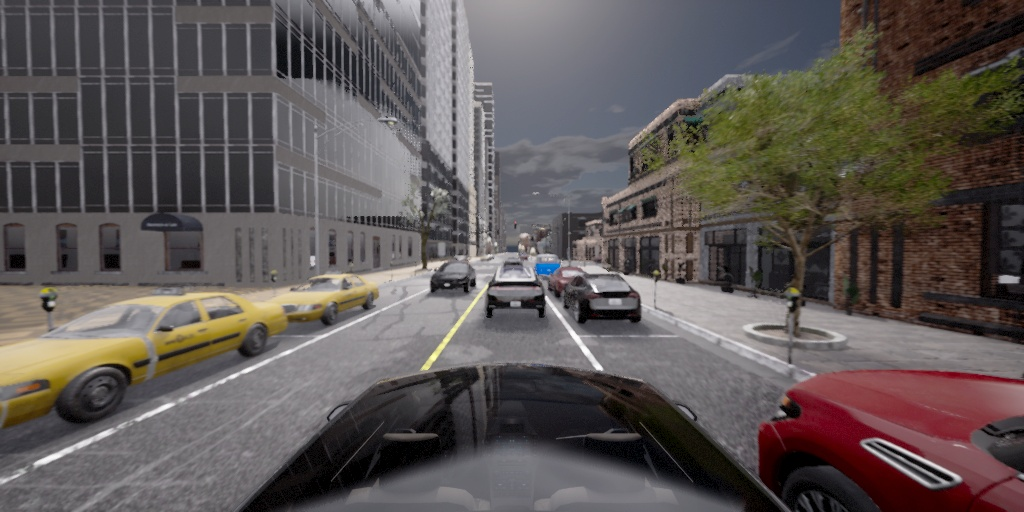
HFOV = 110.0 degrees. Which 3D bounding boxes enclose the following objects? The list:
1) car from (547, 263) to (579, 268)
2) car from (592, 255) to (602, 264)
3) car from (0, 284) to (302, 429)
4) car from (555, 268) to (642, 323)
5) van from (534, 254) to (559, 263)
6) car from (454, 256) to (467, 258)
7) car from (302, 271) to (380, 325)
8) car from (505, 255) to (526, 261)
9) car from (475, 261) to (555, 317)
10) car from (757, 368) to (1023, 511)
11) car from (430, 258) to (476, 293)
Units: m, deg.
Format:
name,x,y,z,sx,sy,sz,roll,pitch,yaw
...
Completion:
name,x,y,z,sx,sy,sz,roll,pitch,yaw
car,2.693,1.153,16.935,1.802,1.307,4.207,0,0,0
car,16.534,0.459,62.336,5.009,1.841,2.192,0,0,1
car,-5.691,1.226,5.711,1.751,1.417,4.829,0,0,0
car,2.692,1.202,11.401,1.948,1.339,4.313,0,0,0
van,2.697,0.781,28.003,1.690,1.789,3.998,0,0,0
car,-5.681,0.750,39.088,1.967,1.591,4.097,0,0,0
car,-5.689,1.161,11.245,1.751,1.417,4.829,0,0,0
car,0.109,0.881,33.437,1.837,1.490,4.892,0,1,0
car,0.103,1.114,12.543,2.128,1.511,4.902,0,1,0
car,2.689,1.081,0.333,2.192,1.841,5.009,0,0,0
car,-2.995,1.039,19.048,1.882,1.535,5.008,0,1,0
